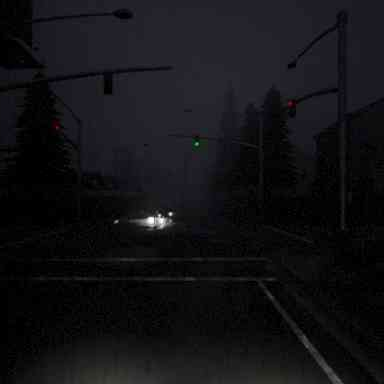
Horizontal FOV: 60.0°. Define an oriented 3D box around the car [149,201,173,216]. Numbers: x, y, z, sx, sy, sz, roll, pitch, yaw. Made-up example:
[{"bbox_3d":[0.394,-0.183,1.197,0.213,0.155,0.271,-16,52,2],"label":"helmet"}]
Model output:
[{"bbox_3d":[-3.625,1.869,36.945,2.128,1.511,4.902,0,-1,0],"label":"car"}]
